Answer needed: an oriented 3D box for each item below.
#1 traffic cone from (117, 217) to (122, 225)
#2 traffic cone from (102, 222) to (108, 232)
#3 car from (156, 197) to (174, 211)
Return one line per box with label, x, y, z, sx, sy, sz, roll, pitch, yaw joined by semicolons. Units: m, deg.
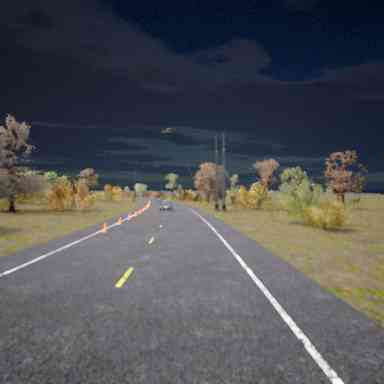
traffic cone;-5.413;2.139;25.015;0.340;0.580;0.340;0;0;-2
traffic cone;-5.231;2.103;20.044;0.340;0.580;0.340;0;0;-2
car;-3.526;1.819;45.384;2.128;1.511;4.902;0;0;-4
